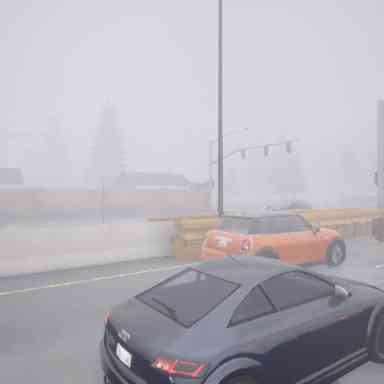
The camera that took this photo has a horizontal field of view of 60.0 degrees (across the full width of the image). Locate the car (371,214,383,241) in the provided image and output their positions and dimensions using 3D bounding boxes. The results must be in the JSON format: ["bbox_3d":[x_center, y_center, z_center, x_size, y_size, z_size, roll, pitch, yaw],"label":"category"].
[{"bbox_3d":[10.245,1.476,15.359,5.008,1.535,1.882,0,0,-36],"label":"car"}]

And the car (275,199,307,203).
[{"bbox_3d":[7.800,1.176,26.584,4.674,1.442,1.812,0,0,-35],"label":"car"}]

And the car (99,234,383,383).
[{"bbox_3d":[0.963,1.564,4.424,4.181,1.385,1.994,0,0,-35],"label":"car"}]

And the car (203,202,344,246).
[{"bbox_3d":[2.530,1.352,9.833,4.553,1.767,2.097,0,0,-35],"label":"car"}]
